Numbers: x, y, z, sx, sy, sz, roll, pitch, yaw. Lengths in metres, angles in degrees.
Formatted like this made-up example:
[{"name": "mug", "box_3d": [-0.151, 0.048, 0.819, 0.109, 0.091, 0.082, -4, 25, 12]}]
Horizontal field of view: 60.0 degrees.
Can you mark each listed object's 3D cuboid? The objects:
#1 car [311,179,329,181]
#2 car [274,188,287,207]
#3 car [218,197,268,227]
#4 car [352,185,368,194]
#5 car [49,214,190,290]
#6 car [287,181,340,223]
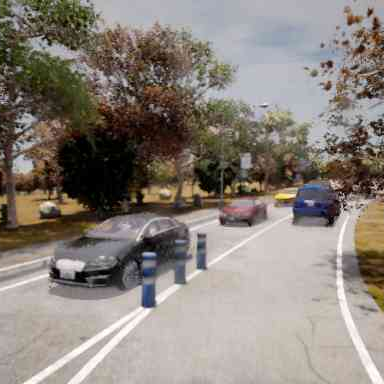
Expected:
[{"name": "car", "box_3d": [14.530, -0.417, 38.372, 2.150, 2.045, 5.566, 0, 3, 34]}, {"name": "car", "box_3d": [8.793, 0.401, 29.481, 1.882, 1.535, 5.008, 0, 3, 32]}, {"name": "car", "box_3d": [3.131, 1.047, 19.475, 1.812, 1.442, 4.674, 0, 3, 27]}, {"name": "car", "box_3d": [21.361, -0.505, 42.215, 1.837, 1.490, 4.892, 0, 4, 34]}, {"name": "car", "box_3d": [-1.629, 1.392, 9.092, 2.128, 1.511, 4.902, 0, 1, 22]}, {"name": "car", "box_3d": [7.598, 0.621, 20.124, 2.150, 2.045, 5.566, 0, 3, 28]}]
